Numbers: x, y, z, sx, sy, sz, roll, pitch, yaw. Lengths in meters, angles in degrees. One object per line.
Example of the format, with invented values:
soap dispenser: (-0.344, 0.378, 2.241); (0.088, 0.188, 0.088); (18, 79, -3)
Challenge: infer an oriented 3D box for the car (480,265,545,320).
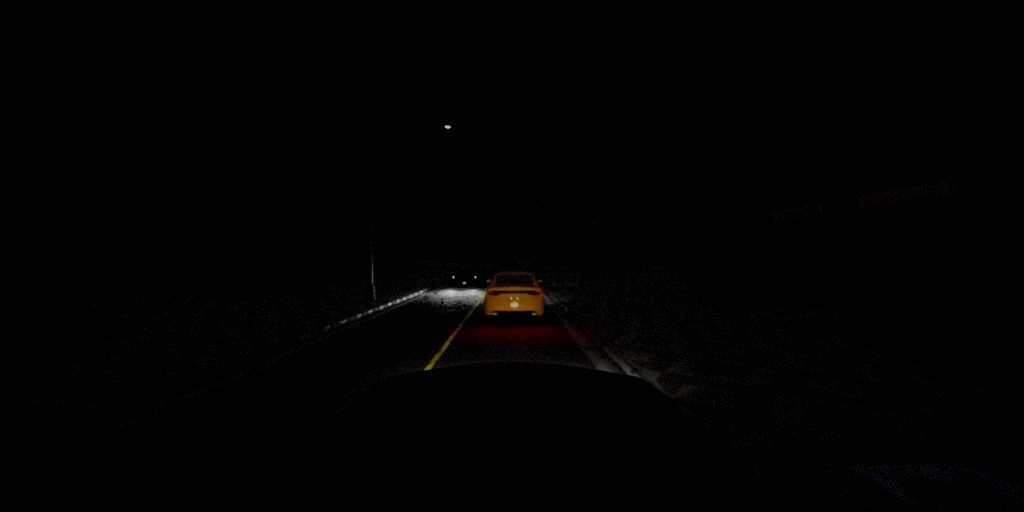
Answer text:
car: (0.080, 1.283, 12.984); (1.882, 1.535, 5.008); (0, 0, 0)

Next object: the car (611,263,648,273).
car: (17.931, 1.852, 54.108); (4.829, 1.417, 1.751); (0, 0, 0)

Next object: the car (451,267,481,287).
car: (-3.104, 1.474, 25.574); (1.895, 1.301, 4.718); (0, 0, 0)

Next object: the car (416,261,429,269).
car: (-14.789, 1.396, 54.016); (4.403, 1.370, 2.007); (0, 0, 0)

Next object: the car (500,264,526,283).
car: (0.087, 1.449, 30.683); (2.033, 1.411, 5.357); (0, 0, 0)

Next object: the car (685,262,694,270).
car: (29.048, 1.822, 54.107); (5.009, 1.841, 2.192); (0, 0, 0)

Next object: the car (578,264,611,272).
car: (12.119, 1.805, 54.109); (4.313, 1.339, 1.948); (0, 0, 0)
